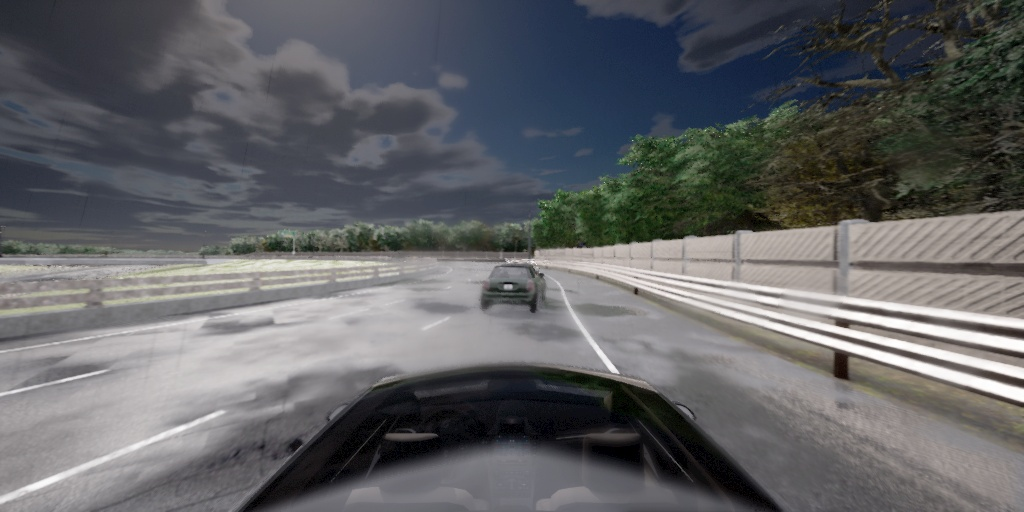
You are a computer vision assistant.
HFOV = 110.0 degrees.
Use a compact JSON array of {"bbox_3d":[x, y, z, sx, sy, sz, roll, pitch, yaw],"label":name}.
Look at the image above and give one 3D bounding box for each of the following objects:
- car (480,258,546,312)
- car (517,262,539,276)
[{"bbox_3d":[0.206,1.095,14.557,2.097,1.767,4.553,0,0,9],"label":"car"},{"bbox_3d":[1.643,1.341,37.948,1.895,1.301,4.718,0,0,-3],"label":"car"}]
